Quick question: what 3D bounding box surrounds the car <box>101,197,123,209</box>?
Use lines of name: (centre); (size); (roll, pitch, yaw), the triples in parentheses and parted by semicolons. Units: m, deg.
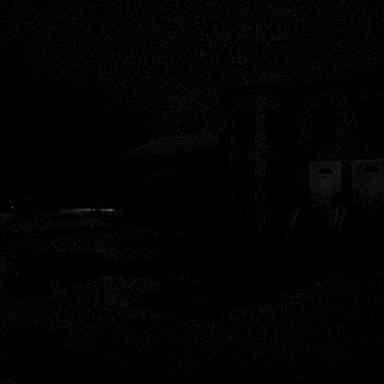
car: (-10.162, 1.478, 45.606); (1.882, 1.535, 5.008); (0, 0, 36)

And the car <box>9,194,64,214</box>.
car: (-16.853, 1.221, 36.433); (2.150, 2.045, 5.566); (0, 0, 36)

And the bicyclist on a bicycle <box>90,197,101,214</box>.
bicyclist on a bicycle: (-9.426, 1.344, 32.352); (1.656, 1.620, 0.582); (0, 1, 36)
